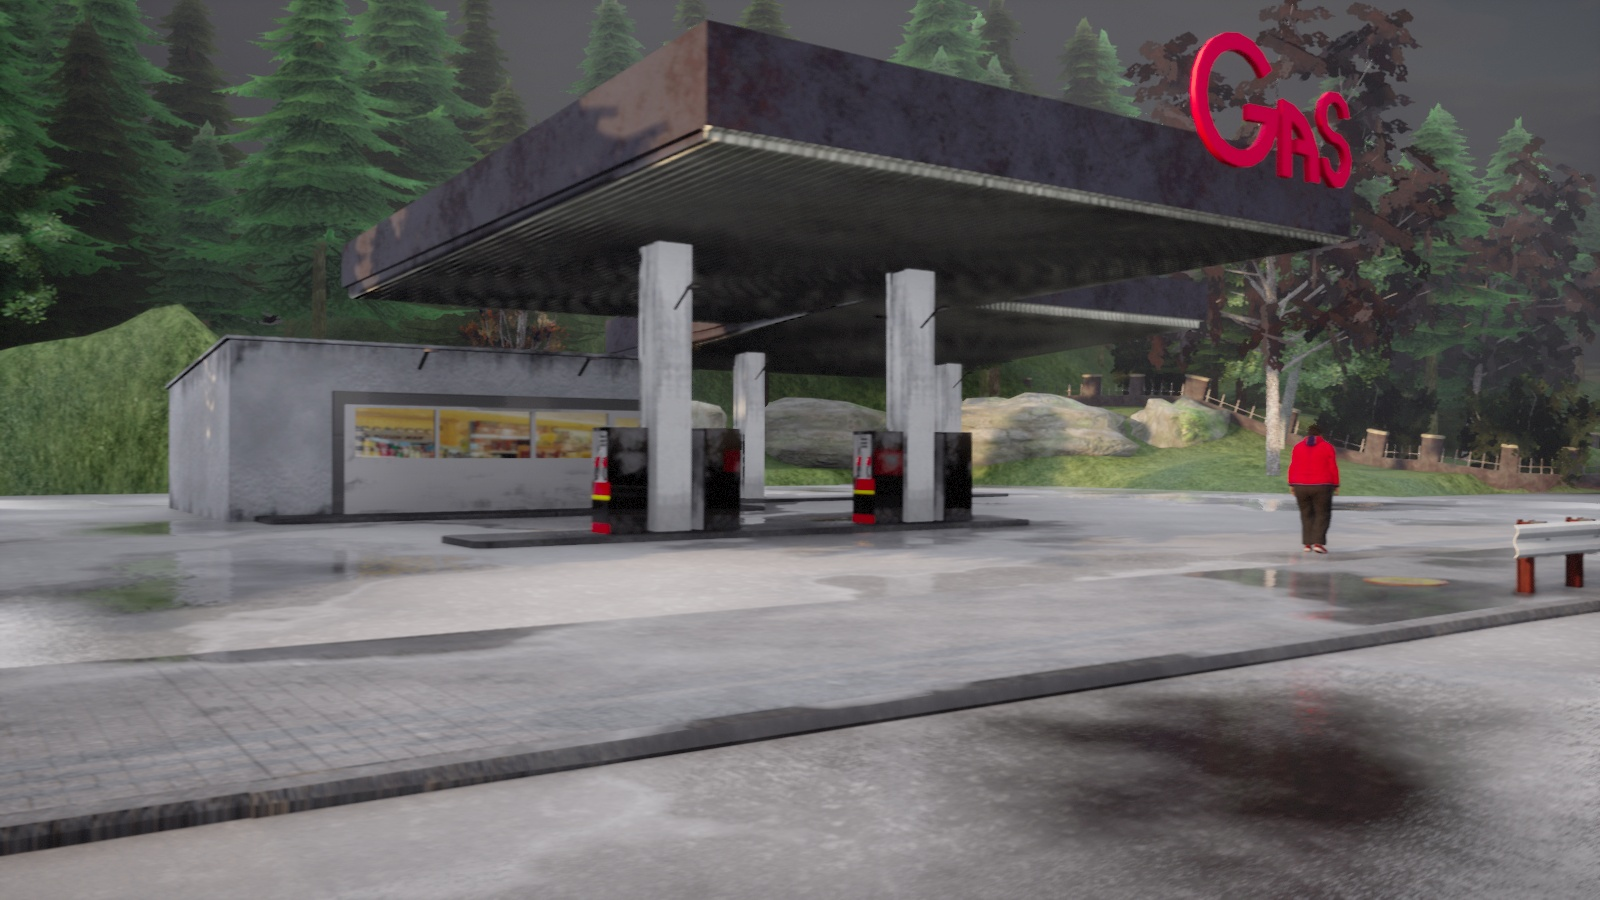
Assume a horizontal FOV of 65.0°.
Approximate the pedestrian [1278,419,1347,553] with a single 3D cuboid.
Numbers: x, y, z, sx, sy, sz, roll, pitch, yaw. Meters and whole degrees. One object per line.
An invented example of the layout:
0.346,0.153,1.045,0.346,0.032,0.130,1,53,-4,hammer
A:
7.230,0.492,17.712,0.634,1.844,0.899,0,0,41,pedestrian
